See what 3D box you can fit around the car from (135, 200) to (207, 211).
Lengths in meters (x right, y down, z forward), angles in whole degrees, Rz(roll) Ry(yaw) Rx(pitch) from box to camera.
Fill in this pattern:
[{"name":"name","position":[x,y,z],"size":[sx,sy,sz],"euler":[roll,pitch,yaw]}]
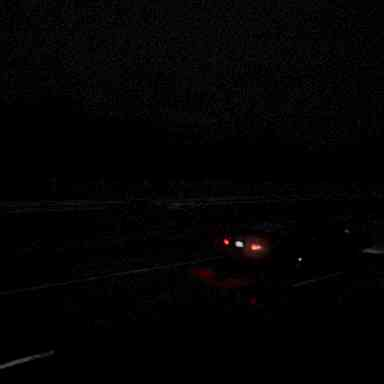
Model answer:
[{"name":"car","position":[-0.828,1.372,20.497],"size":[4.674,1.442,1.812],"euler":[-1,1,-35]}]

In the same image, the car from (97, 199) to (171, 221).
[{"name":"car","position":[-4.533,1.386,26.454],"size":[5.357,1.411,2.033],"euler":[-1,1,-35]}]

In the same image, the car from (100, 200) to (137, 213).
[{"name":"car","position":[-3.802,1.462,22.693],"size":[4.718,1.301,1.895],"euler":[-1,1,-35]}]

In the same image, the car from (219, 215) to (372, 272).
[{"name":"car","position":[3.376,1.430,10.403],"size":[5.357,1.411,2.033],"euler":[-1,1,-34]}]
